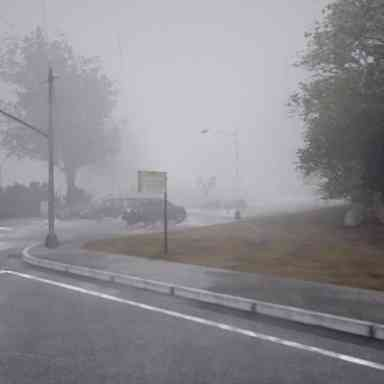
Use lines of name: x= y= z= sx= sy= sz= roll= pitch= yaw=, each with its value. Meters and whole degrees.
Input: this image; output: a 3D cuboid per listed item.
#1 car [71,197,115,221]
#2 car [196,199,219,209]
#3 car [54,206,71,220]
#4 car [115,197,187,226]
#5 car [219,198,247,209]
car: x=-7.757 y=1.514 z=30.546 sx=2.150 sy=2.045 sz=5.566 roll=-1 pitch=0 yaw=39
car: x=2.524 y=1.753 z=49.322 sx=2.128 sy=1.511 sz=4.902 roll=-1 pitch=0 yaw=37
car: x=-11.154 y=1.902 z=31.903 sx=1.994 sy=1.385 sz=4.181 roll=-1 pitch=0 yaw=39
car: x=-2.789 y=1.435 z=25.387 sx=2.150 sy=2.045 sz=5.566 roll=-1 pitch=-1 yaw=39
car: x=6.353 y=1.714 z=48.587 sx=1.837 sy=1.490 sz=4.892 roll=-1 pitch=-1 yaw=37
